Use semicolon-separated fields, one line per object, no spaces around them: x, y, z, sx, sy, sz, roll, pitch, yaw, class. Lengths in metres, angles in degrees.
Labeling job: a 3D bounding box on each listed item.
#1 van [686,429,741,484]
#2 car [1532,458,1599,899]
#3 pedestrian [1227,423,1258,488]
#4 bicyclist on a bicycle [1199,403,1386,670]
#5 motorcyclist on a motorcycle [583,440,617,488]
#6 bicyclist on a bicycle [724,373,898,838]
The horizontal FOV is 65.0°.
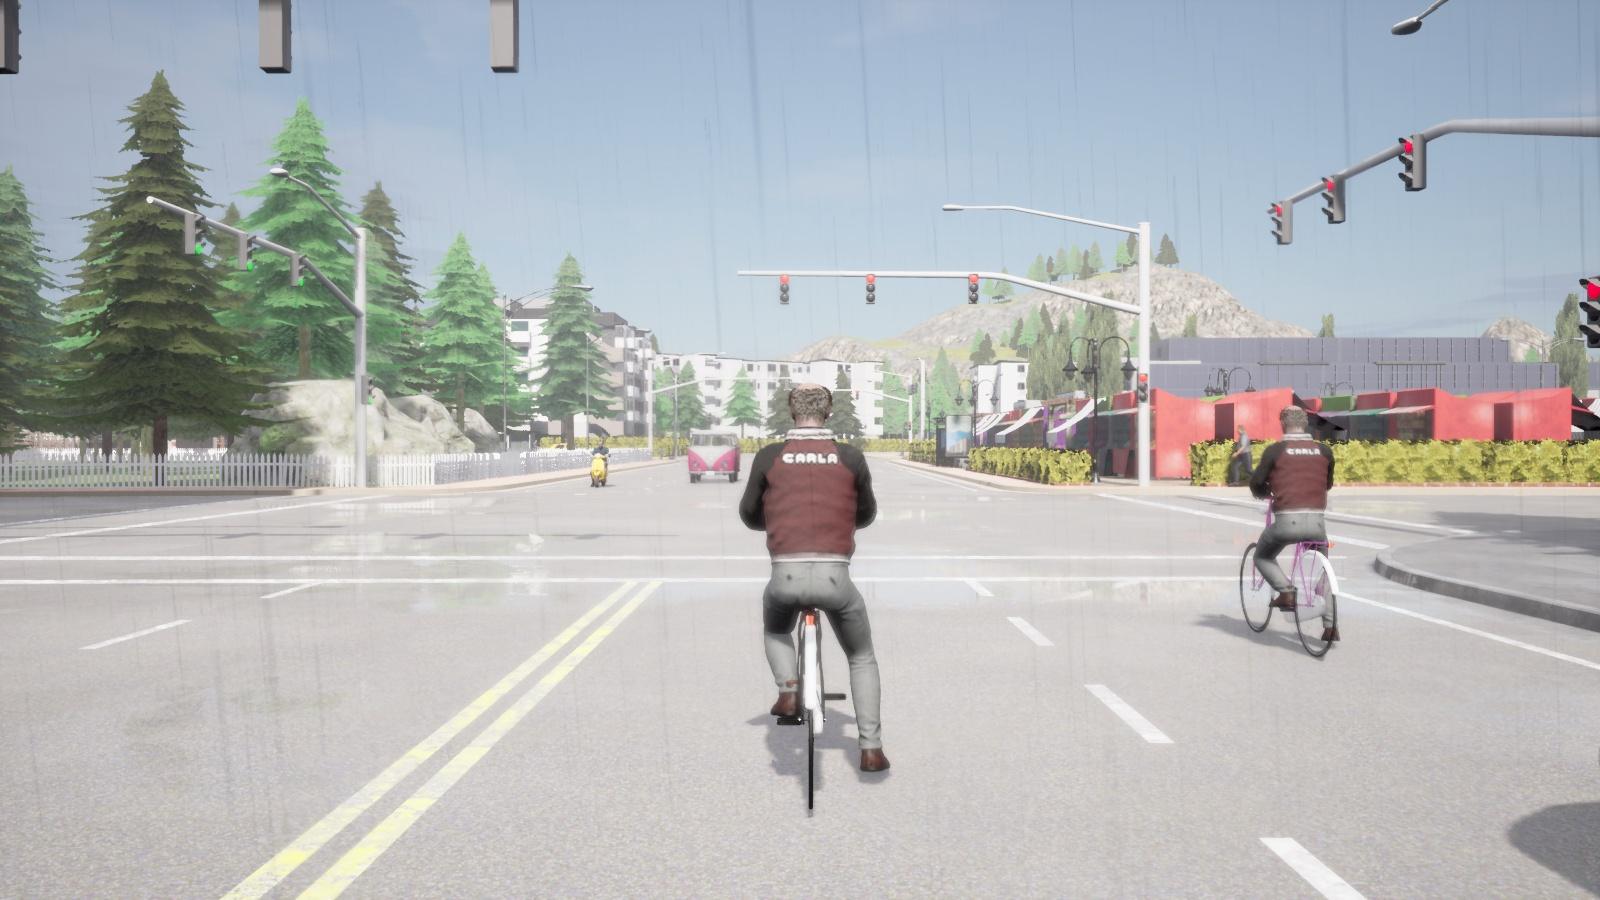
-3.233;0.226;47.542;1.775;1.987;4.442;0;1;0;van
3.526;0.763;2.164;1.812;1.442;4.674;0;0;0;car
12.551;0.154;35.600;0.694;1.848;0.540;0;0;3;pedestrian
3.564;0.568;9.269;0.659;1.776;1.843;0;1;0;bicyclist on a bicycle
-6.760;0.454;42.533;0.866;1.590;1.817;0;0;0;motorcyclist on a motorcycle
0.046;0.585;5.708;0.659;1.776;1.843;0;1;0;bicyclist on a bicycle
